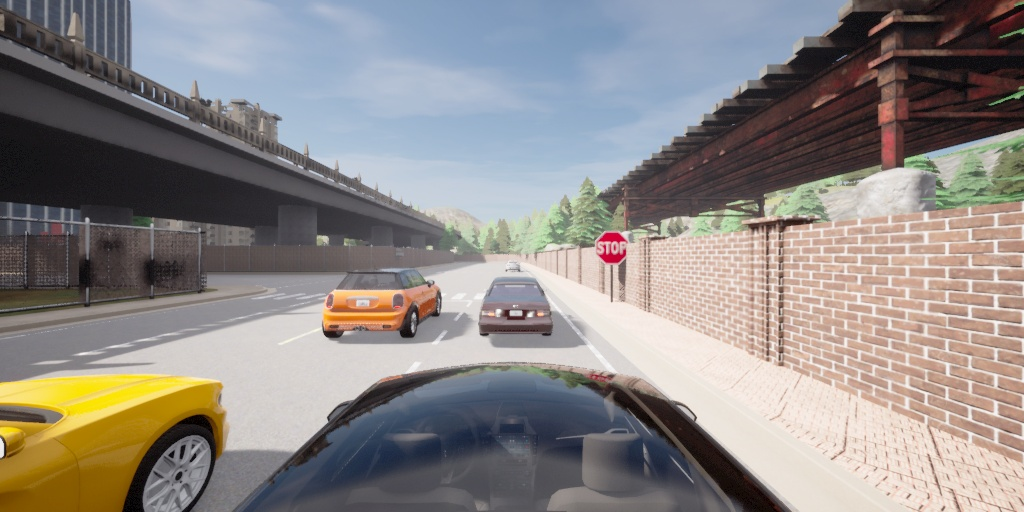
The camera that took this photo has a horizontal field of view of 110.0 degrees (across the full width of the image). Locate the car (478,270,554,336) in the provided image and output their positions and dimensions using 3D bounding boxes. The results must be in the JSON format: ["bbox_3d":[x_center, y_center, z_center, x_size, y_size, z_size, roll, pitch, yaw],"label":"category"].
[{"bbox_3d":[0.088,1.297,10.345,2.033,1.411,5.357,0,0,0],"label":"car"}]

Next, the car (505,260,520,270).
[{"bbox_3d":[0.111,1.274,46.226,1.812,1.442,4.674,0,0,-1],"label":"car"}]

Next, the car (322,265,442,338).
[{"bbox_3d":[-3.414,1.102,10.326,2.097,1.767,4.553,0,0,0],"label":"car"}]

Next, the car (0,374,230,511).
[{"bbox_3d":[-3.397,1.228,1.069,1.882,1.535,5.008,0,0,0],"label":"car"}]
